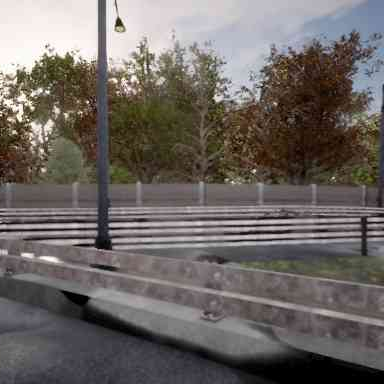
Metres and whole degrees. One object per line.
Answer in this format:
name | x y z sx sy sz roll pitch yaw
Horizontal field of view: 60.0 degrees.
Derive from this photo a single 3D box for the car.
car | 4.476 1.609 16.572 4.181 1.385 1.994 -1 0 -10
